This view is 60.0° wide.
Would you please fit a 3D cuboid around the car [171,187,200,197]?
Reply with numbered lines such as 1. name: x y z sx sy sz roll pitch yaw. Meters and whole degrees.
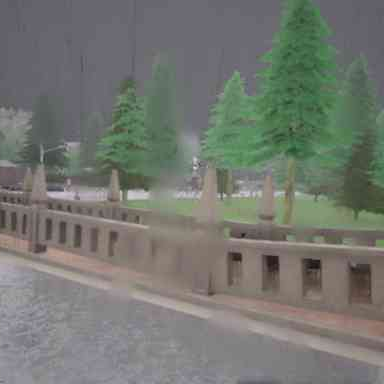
1. car: -0.552 -0.057 54.315 2.128 1.511 4.902 4 3 37

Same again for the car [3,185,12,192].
1. car: -21.696 -0.692 43.743 2.033 1.411 5.357 4 3 37

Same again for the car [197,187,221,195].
1. car: 3.394 -0.203 65.430 2.033 1.411 5.357 4 3 37

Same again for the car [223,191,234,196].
1. car: 6.187 -0.027 63.328 1.837 1.490 4.892 4 3 37

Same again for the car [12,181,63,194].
1. car: -18.905 -0.474 41.642 2.033 1.411 5.357 4 3 37

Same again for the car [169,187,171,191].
1. car: -3.252 -0.165 56.545 1.895 1.301 4.718 4 3 37
